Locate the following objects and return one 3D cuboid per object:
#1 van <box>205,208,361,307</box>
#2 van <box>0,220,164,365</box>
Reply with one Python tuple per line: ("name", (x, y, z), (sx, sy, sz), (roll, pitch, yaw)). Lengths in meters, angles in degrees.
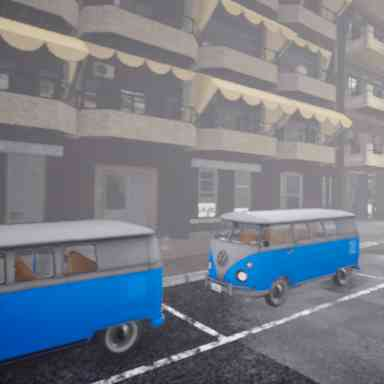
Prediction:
("van", (2.191, 1.311, 7.632), (3.998, 1.788, 1.690), (0, 2, -35))
("van", (-2.312, 1.339, 4.419), (3.998, 1.788, 1.690), (0, 2, -35))
